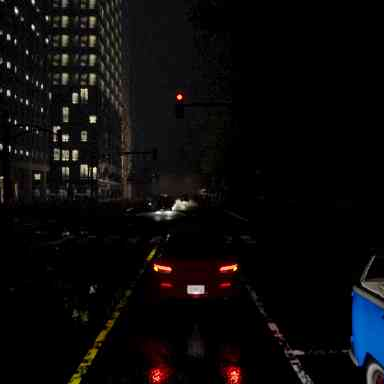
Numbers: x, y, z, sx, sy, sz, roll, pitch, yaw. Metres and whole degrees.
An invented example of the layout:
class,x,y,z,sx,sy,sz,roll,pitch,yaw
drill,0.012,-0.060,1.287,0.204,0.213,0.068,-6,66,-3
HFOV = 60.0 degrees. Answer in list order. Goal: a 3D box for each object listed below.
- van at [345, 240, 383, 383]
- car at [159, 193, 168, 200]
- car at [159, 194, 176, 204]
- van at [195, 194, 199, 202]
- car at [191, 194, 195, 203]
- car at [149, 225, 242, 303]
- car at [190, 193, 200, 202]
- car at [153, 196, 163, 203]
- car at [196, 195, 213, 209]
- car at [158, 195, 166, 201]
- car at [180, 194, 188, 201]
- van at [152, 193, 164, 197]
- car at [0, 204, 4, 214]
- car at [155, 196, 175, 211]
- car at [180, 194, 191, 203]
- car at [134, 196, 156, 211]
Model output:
class,x,y,z,sx,sy,sz,roll,pitch,yaw
van,2.558,1.341,2.132,1.690,1.788,3.998,0,0,0
car,-8.094,1.252,95.181,2.192,1.841,5.009,0,0,-3
car,-3.659,1.486,50.453,1.837,1.490,4.892,0,0,-1
van,1.738,1.322,51.219,1.690,1.788,3.998,0,0,-2
car,1.171,1.492,68.013,1.752,1.417,4.829,0,0,-2
car,0.052,1.525,8.067,1.812,1.442,4.674,0,0,0
car,0.724,1.271,78.931,2.192,1.841,5.009,0,0,-3
car,-6.839,1.512,67.469,1.887,1.381,4.507,0,0,-2
car,1.890,1.510,45.847,1.752,1.417,4.829,0,0,-2
car,-7.544,1.532,84.100,1.802,1.307,4.206,0,0,-3
car,-1.916,1.264,80.577,1.882,1.535,5.008,0,0,-3
van,-6.637,1.314,61.926,1.690,1.788,3.998,0,0,-2
car,-18.226,1.377,28.493,4.206,1.307,1.802,1,0,3
car,-3.415,1.551,40.418,1.994,1.385,4.181,0,0,-3
car,-1.495,1.552,70.602,1.895,1.301,4.718,0,0,-2
car,-5.840,1.539,39.755,2.008,1.369,4.403,0,0,-1
